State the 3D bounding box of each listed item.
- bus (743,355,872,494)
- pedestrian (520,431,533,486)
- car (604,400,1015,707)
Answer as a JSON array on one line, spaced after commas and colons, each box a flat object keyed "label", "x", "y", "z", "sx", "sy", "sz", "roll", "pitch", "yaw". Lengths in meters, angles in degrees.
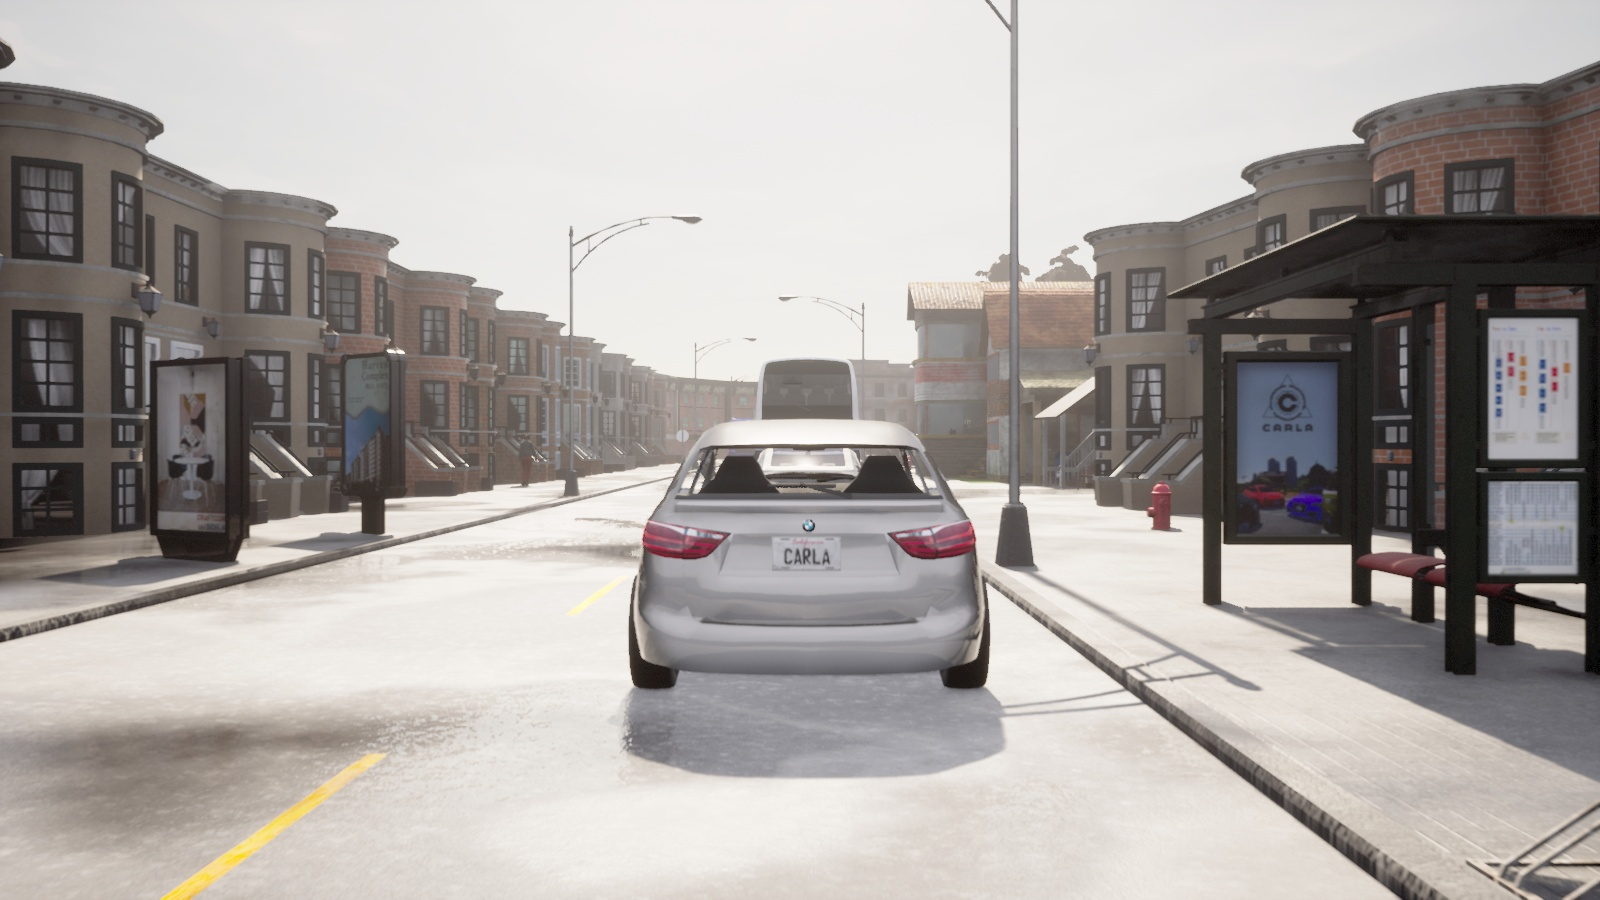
[{"label": "bus", "x": 0.258, "y": -0.798, "z": 43.624, "sx": 3.944, "sy": 4.253, "sz": 10.273, "roll": 0, "pitch": 0, "yaw": 0}, {"label": "pedestrian", "x": -9.304, "y": 0.284, "z": 42.712, "sx": 0.353, "sy": 1.847, "sz": 0.614, "roll": 0, "pitch": 0, "yaw": -7}, {"label": "car", "x": 0.065, "y": 0.556, "z": 9.150, "sx": 2.242, "sy": 1.667, "sz": 4.611, "roll": 0, "pitch": 0, "yaw": 0}]
